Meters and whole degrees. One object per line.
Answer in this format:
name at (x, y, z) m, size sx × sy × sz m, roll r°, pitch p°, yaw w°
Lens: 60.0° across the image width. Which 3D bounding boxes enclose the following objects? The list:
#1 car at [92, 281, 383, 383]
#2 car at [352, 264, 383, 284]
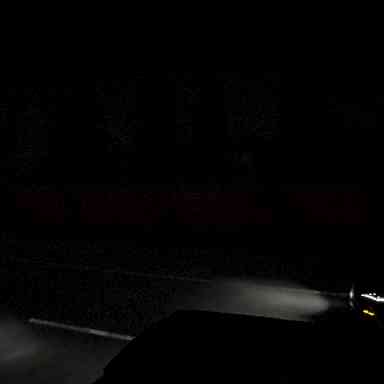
car at (1.543, 1.601, 2.440) m, size 4.718 × 1.301 × 1.895 m, roll 0°, pitch 0°, yaw 20°
car at (5.030, 1.511, 4.903) m, size 4.892 × 1.490 × 1.837 m, roll 0°, pitch 0°, yaw 20°
